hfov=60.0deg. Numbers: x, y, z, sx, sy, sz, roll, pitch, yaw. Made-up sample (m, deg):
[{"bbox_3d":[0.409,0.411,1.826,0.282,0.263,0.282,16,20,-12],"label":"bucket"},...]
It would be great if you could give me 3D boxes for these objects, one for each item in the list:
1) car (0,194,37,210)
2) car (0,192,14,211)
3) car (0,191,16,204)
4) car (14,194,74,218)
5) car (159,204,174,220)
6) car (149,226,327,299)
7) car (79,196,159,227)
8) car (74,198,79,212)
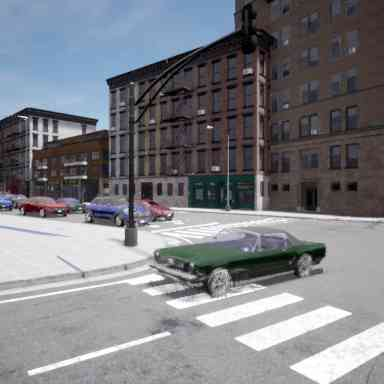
[{"bbox_3d":[-19.166,1.029,36.462,4.902,1.511,2.128,1,0,40],"label":"car"},{"bbox_3d":[-19.235,1.024,32.294,5.008,1.535,1.882,1,0,40],"label":"car"},{"bbox_3d":[-27.587,0.786,48.231,4.553,1.767,2.097,1,0,41],"label":"car"},{"bbox_3d":[-11.748,1.118,26.226,5.008,1.535,1.882,1,0,39],"label":"car"},{"bbox_3d":[-3.382,1.266,23.836,4.674,1.442,1.812,1,0,38],"label":"car"},{"bbox_3d":[1.328,1.598,8.598,4.718,1.301,1.895,0,0,-35],"label":"car"},{"bbox_3d":[-4.593,1.089,20.587,4.553,1.767,2.097,1,0,39],"label":"car"},{"bbox_3d":[-11.161,1.201,29.918,4.181,1.385,1.994,1,0,39],"label":"car"}]
